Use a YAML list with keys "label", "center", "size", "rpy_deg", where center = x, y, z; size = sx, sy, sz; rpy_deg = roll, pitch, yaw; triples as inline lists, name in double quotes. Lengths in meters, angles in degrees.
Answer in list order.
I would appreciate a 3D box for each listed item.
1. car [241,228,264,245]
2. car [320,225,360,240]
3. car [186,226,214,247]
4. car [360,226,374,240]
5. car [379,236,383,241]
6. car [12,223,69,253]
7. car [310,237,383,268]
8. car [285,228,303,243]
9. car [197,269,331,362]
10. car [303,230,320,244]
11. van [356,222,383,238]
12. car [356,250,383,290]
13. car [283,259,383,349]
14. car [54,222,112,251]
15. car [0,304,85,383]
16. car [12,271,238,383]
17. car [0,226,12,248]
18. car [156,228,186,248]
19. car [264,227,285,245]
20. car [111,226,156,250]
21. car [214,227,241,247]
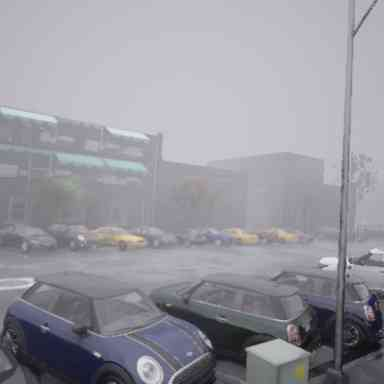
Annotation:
- label: "car"
  center: [3.671, 4.103, 31.626]
  size: [5.366, 1.575, 1.946]
  rpy_deg: [1, -3, 34]
- label: "car"
  center: [18.185, 5.215, 41.897]
  size: [4.553, 1.767, 2.185]
  rpy_deg: [1, -4, 34]
- label: "car"
  center: [-0.992, 3.727, 28.091]
  size: [4.792, 1.488, 2.163]
  rpy_deg: [1, -3, 34]
- label: "car"
  center: [20.605, 5.547, 43.600]
  size: [4.892, 1.521, 2.231]
  rpy_deg: [1, -3, 34]
- label: "car"
  center: [13.010, 3.799, 17.218]
  size: [5.566, 2.045, 2.435]
  rpy_deg: [3, -2, 34]
- label: "car"
  center: [-10.552, 2.878, 21.190]
  size: [4.892, 1.521, 2.231]
  rpy_deg: [1, -4, 34]
- label: "car"
  center: [8.065, 3.378, 13.728]
  size: [5.566, 2.045, 2.435]
  rpy_deg: [3, -2, 34]
- label: "car"
  center: [8.463, 4.514, 35.073]
  size: [5.366, 1.575, 1.946]
  rpy_deg: [1, -3, 34]
- label: "car"
  center: [0.765, 2.876, 8.407]
  size: [4.553, 1.767, 2.185]
  rpy_deg: [3, -2, 34]
- label: "car"
  center: [11.042, 4.755, 36.690]
  size: [4.792, 1.488, 2.163]
  rpy_deg: [1, -4, 34]
- label: "van"
  center: [25.304, 5.728, 47.120]
  size: [4.442, 1.987, 1.878]
  rpy_deg: [1, -3, 34]
- label: "car"
  center: [10.493, 3.868, 15.484]
  size: [4.792, 1.488, 2.163]
  rpy_deg: [3, -2, 34]
- label: "car"
  center: [3.213, 3.086, 10.176]
  size: [4.553, 1.767, 2.185]
  rpy_deg: [3, -2, 34]
- label: "car"
  center: [-8.171, 2.957, 22.936]
  size: [4.553, 1.767, 2.185]
  rpy_deg: [1, -4, 34]
- label: "car"
  center: [-4.158, 2.582, 4.897]
  size: [4.892, 1.521, 2.231]
  rpy_deg: [3, -2, 34]
- label: "car"
  center: [-1.731, 2.664, 6.686]
  size: [4.553, 1.767, 2.185]
  rpy_deg: [3, -2, 34]
- label: "car"
  center: [-12.946, 2.712, 19.461]
  size: [4.674, 1.452, 2.002]
  rpy_deg: [1, -3, 34]
- label: "car"
  center: [-3.366, 3.494, 26.355]
  size: [4.892, 1.521, 2.231]
  rpy_deg: [1, -4, 34]
- label: "car"
  center: [6.227, 4.314, 33.255]
  size: [5.008, 1.535, 2.097]
  rpy_deg: [1, -3, 34]
- label: "car"
  center: [-5.600, 3.287, 24.536]
  size: [5.366, 1.575, 1.946]
  rpy_deg: [1, -4, 34]
- label: "car"
  center: [1.427, 3.903, 29.798]
  size: [5.008, 1.535, 2.097]
  rpy_deg: [1, -4, 35]
